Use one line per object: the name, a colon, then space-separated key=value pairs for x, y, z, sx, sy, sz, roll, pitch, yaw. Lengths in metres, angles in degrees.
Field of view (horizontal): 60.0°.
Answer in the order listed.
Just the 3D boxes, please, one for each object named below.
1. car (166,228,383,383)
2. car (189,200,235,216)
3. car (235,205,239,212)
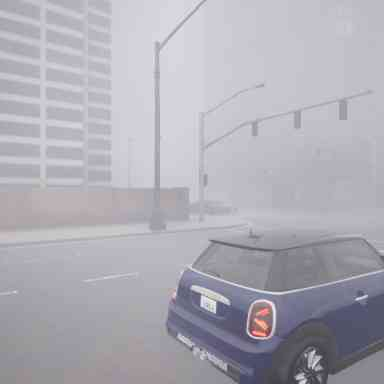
car: x=1.937 y=1.352 z=5.170 sx=4.553 sy=1.767 sz=2.097 roll=0 pitch=0 yaw=-35
car: x=1.519 y=1.546 z=33.486 sx=2.033 sy=1.411 sz=5.357 roll=0 pitch=0 yaw=-36
car: x=3.043 y=1.601 z=37.366 sx=1.895 sy=1.301 sz=4.718 roll=0 pitch=0 yaw=-36
